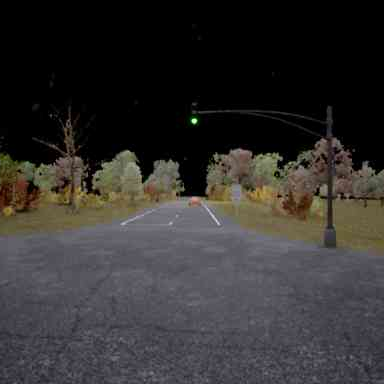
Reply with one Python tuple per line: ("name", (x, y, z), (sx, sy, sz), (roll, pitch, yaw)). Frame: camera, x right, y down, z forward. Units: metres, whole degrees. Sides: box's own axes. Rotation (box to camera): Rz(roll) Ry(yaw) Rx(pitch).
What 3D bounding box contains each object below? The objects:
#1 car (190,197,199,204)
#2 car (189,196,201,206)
("car", (0.574, 1.753, 69.568), (1.812, 1.442, 4.674), (0, 0, 0))
("car", (0.492, 1.538, 59.535), (2.097, 1.767, 4.553), (0, 0, 0))
